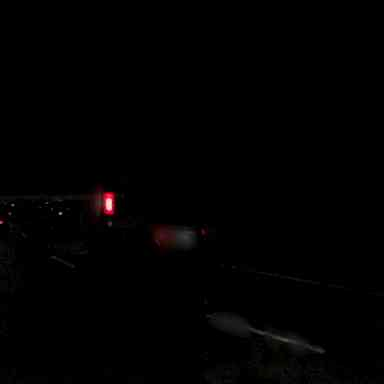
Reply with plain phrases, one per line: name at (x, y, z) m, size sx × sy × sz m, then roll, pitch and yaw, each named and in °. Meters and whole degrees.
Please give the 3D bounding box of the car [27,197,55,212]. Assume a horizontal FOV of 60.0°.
car at (-15.526, 1.303, 36.202) m, size 2.128 × 1.511 × 4.902 m, roll 0°, pitch 0°, yaw -2°

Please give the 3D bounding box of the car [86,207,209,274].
car at (-1.619, 1.318, 10.860) m, size 2.097 × 1.767 × 4.553 m, roll 0°, pitch 0°, yaw -43°

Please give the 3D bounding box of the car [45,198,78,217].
car at (-11.335, 1.456, 29.615) m, size 1.895 × 1.301 × 4.718 m, roll 0°, pitch 0°, yaw -13°

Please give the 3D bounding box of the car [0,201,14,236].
car at (-10.515, 1.436, 17.225) m, size 2.033 × 1.411 × 5.357 m, roll 0°, pitch 0°, yaw -28°

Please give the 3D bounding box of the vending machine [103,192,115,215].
vending machine at (-7.694, 1.073, 30.907) m, size 1.100 × 2.100 × 0.880 m, roll 0°, pitch 0°, yaw -11°

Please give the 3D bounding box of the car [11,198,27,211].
car at (-18.917, 1.350, 36.991) m, size 1.994 × 1.385 × 4.181 m, roll 0°, pitch 0°, yaw -1°
